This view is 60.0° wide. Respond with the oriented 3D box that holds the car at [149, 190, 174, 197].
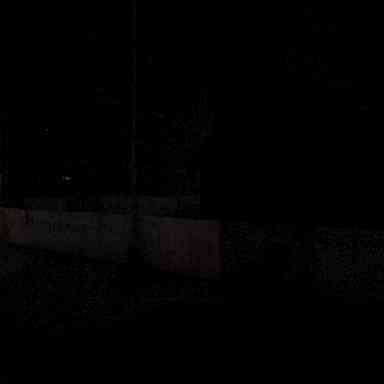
[{"bbox_3d":[-5.690,0.616,61.726,2.150,2.045,5.566,0,1,35],"label":"car"}]
